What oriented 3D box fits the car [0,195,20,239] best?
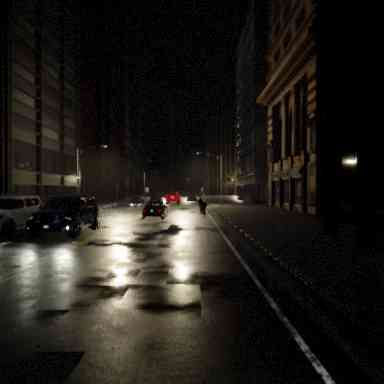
[{"bbox_3d":[-9.849,1.212,17.722,2.150,2.045,5.566,0,0,0],"label":"car"}]

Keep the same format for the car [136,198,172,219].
[{"bbox_3d":[-3.149,1.514,28.608,2.033,1.411,5.357,0,0,0],"label":"car"}]

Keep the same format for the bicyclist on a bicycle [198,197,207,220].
[{"bbox_3d":[0.895,1.427,25.793,0.582,1.620,1.656,0,0,0],"label":"bicyclist on a bicycle"}]

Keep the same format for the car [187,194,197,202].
[{"bbox_3d":[0.000,1.303,70.291,1.994,1.385,4.181,0,0,0],"label":"car"}]

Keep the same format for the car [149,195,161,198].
[{"bbox_3d":[-6.535,1.326,59.450,1.837,1.490,4.892,0,0,1],"label":"car"}]

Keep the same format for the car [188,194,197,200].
[{"bbox_3d":[0.001,1.196,81.152,2.128,1.511,4.902,0,0,0],"label":"car"}]

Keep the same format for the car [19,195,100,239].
[{"bbox_3d":[-6.599,1.211,17.786,2.150,2.045,5.566,0,0,0],"label":"car"}]

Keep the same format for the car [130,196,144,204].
[{"bbox_3d":[-9.774,1.366,59.437,2.033,1.411,5.357,0,0,1],"label":"car"}]

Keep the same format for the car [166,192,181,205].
[{"bbox_3d":[-3.149,1.057,56.222,2.150,2.045,5.566,0,0,0],"label":"car"}]
